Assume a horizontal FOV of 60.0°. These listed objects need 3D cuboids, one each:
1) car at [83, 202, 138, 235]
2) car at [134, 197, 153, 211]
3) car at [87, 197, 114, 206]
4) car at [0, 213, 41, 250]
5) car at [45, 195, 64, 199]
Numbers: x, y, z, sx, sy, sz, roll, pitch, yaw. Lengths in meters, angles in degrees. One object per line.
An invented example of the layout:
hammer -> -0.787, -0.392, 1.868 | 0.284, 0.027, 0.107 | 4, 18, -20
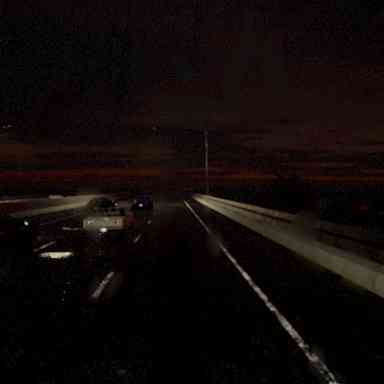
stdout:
car -> -4.283, 1.462, 17.860 | 1.895, 1.301, 4.718 | -1, 1, -3
car -> -5.209, 1.255, 35.219 | 1.994, 1.385, 4.181 | -1, 1, -3
car -> -8.509, 1.244, 31.349 | 1.882, 1.535, 5.008 | -1, 1, -3
car -> -7.490, 1.499, 12.251 | 2.033, 1.411, 5.357 | -1, 1, -3
car -> -20.020, 1.200, 48.404 | 2.128, 1.511, 4.902 | -1, 1, -3
